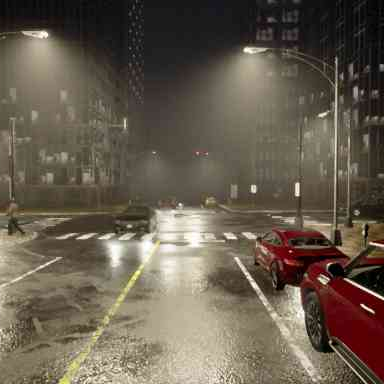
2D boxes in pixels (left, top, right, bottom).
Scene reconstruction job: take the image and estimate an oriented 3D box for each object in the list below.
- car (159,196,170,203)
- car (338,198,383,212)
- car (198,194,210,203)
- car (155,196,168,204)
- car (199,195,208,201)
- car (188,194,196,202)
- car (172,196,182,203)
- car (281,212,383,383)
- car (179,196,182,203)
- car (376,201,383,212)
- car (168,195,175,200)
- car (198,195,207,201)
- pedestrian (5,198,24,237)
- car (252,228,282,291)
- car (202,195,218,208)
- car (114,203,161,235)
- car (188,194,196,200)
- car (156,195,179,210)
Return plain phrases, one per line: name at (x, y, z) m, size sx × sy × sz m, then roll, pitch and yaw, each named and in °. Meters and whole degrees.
car at (-5.662, 1.509, 69.620) m, size 1.947 × 1.339 × 4.313 m, roll -1°, pitch 0°, yaw 0°
car at (15.653, 1.356, 29.826) m, size 4.892 × 1.490 × 1.837 m, roll 0°, pitch 1°, yaw -5°
car at (2.719, 1.267, 63.395) m, size 2.192 × 1.841 × 5.009 m, roll -1°, pitch 0°, yaw 0°
car at (-5.833, 1.517, 63.946) m, size 1.947 × 1.339 × 4.313 m, roll -1°, pitch 0°, yaw 0°
car at (2.687, 1.492, 80.905) m, size 1.947 × 1.339 × 4.313 m, roll -1°, pitch 0°, yaw 0°
car at (0.008, 1.523, 74.239) m, size 1.895 × 1.301 × 4.718 m, roll 0°, pitch 0°, yaw 0°
car at (-3.016, 1.547, 67.471) m, size 1.895 × 1.301 × 4.718 m, roll 0°, pitch 0°, yaw 1°
car at (2.672, 1.314, 3.151) m, size 2.192 × 1.841 × 5.009 m, roll -1°, pitch 0°, yaw 0°
car at (-3.085, 1.442, 52.850) m, size 1.882 × 1.535 × 5.008 m, roll 0°, pitch 0°, yaw 0°
car at (16.130, 1.537, 24.051) m, size 4.313 × 1.339 × 1.947 m, roll 0°, pitch 1°, yaw -5°
car at (-5.659, 1.491, 92.315) m, size 1.802 × 1.307 × 4.206 m, roll -1°, pitch 0°, yaw 0°
car at (2.688, 1.469, 86.578) m, size 2.008 × 1.369 × 4.403 m, roll -1°, pitch 0°, yaw 0°
pedestrian at (-8.134, 1.135, 15.254) m, size 0.375 × 1.860 × 0.375 m, roll -1°, pitch 1°, yaw 0°
car at (2.679, 1.578, 8.776) m, size 1.802 × 1.307 × 4.206 m, roll -1°, pitch 0°, yaw 0°
car at (2.812, 1.495, 48.314) m, size 1.752 × 1.417 × 4.829 m, roll -1°, pitch 0°, yaw 0°
car at (-3.099, 1.525, 19.033) m, size 1.882 × 1.535 × 5.008 m, roll 0°, pitch -2°, yaw 0°
car at (0.009, 1.232, 84.212) m, size 1.882 × 1.535 × 5.008 m, roll 0°, pitch 0°, yaw 0°
car at (-3.109, 1.326, 42.681) m, size 2.097 × 1.767 × 4.553 m, roll 0°, pitch 0°, yaw 1°
